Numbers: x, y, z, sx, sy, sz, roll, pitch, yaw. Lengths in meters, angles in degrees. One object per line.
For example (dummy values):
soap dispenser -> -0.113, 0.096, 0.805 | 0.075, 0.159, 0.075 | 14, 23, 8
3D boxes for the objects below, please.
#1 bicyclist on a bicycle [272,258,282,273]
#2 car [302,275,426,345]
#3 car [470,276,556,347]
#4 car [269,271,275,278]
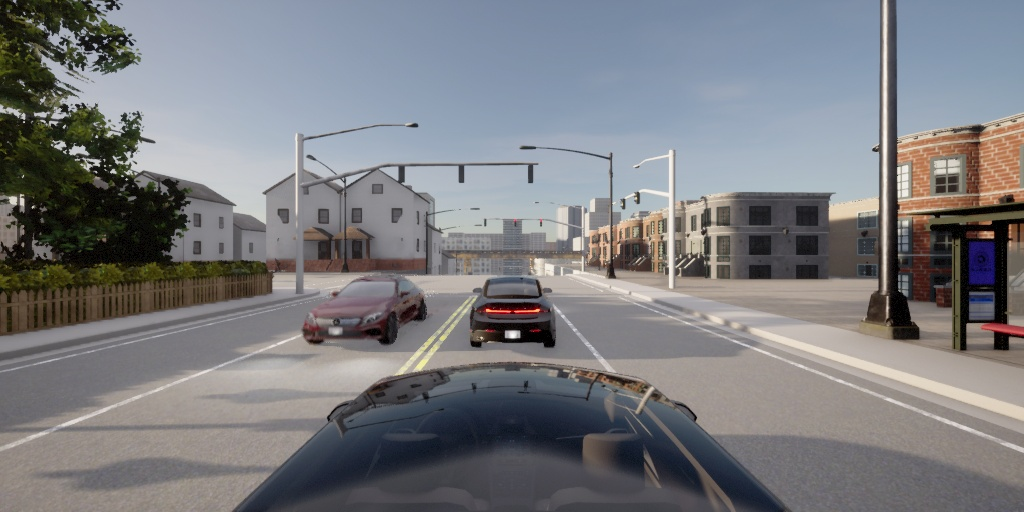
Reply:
bicyclist on a bicycle -> -25.503, 1.053, 38.848 | 0.582, 1.620, 1.656 | 0, 0, 0
car -> -3.610, 1.276, 9.666 | 1.812, 1.442, 4.674 | 0, 0, 0
car -> 0.015, 1.255, 9.291 | 1.837, 1.490, 4.892 | 0, 0, 0
car -> -21.611, 1.297, 27.873 | 5.357, 1.411, 2.033 | 0, 0, 0
